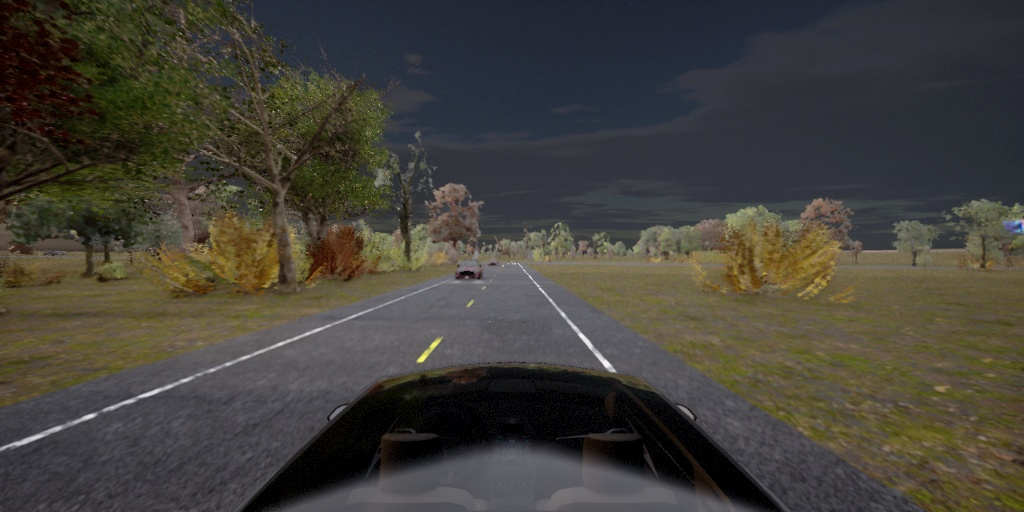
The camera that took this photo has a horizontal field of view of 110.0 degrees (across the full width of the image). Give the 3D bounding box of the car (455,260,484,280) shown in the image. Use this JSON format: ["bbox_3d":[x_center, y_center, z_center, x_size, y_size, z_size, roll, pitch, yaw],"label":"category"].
[{"bbox_3d":[-3.605,1.120,30.954,2.097,1.767,4.553,0,0,0],"label":"car"}]
